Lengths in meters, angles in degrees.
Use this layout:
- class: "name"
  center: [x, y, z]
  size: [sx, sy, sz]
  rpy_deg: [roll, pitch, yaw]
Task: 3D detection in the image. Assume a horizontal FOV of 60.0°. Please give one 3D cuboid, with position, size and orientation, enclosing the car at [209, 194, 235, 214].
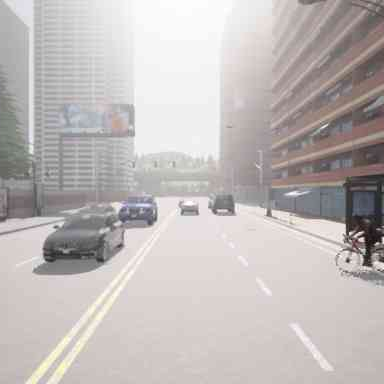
- class: "car"
  center: [3.293, 1.217, 35.879]
  size: [2.150, 2.045, 5.566]
  rpy_deg: [0, 0, 0]

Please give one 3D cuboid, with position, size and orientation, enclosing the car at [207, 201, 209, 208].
- class: "car"
  center: [3.173, 1.541, 46.064]
  size: [2.033, 1.411, 5.357]
  rpy_deg: [0, 0, 0]

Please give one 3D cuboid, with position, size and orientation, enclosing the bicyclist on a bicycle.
- class: "bicyclist on a bicycle"
  center: [4.772, 1.423, 9.180]
  size: [1.656, 1.620, 0.582]
  rpy_deg: [-1, 0, 0]

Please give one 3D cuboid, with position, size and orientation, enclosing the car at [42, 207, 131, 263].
- class: "car"
  center: [-3.682, 1.505, 12.096]
  size: [1.837, 1.490, 4.892]
  rpy_deg: [0, -1, 0]

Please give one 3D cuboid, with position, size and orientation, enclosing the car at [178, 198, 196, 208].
- class: "car"
  center: [-0.809, 1.594, 47.755]
  size: [1.895, 1.301, 4.718]
  rpy_deg: [0, 0, -9]

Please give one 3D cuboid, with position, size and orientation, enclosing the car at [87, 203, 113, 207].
- class: "car"
  center: [-7.201, 1.544, 25.726]
  size: [2.033, 1.411, 5.357]
  rpy_deg: [0, 0, 0]

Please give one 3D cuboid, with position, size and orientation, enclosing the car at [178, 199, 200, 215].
- class: "car"
  center: [-0.207, 1.543, 34.420]
  size: [2.033, 1.411, 5.357]
  rpy_deg: [0, 0, 0]

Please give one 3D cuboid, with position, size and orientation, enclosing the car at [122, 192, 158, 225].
- class: "car"
  center: [-3.770, 1.218, 24.352]
  size: [2.150, 2.045, 5.566]
  rpy_deg: [0, 0, 0]
